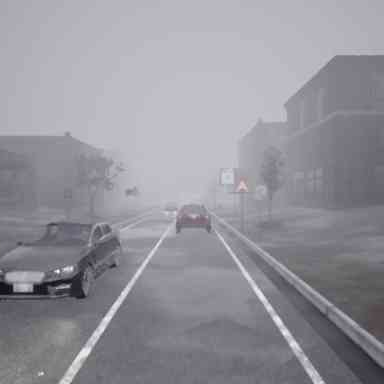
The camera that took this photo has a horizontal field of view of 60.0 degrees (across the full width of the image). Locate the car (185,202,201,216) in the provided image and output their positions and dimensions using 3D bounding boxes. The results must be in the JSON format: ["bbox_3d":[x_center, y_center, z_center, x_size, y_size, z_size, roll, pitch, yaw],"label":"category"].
[{"bbox_3d":[0.093,2.017,40.355,1.837,1.490,4.892,0,-1,0],"label":"car"}]

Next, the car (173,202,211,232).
[{"bbox_3d":[0.097,1.554,21.753,2.097,1.767,4.553,0,-1,0],"label":"car"}]

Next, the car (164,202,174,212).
[{"bbox_3d":[-3.082,2.212,50.034,2.033,1.411,5.357,0,-1,0],"label":"car"}]

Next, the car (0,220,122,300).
[{"bbox_3d":[-3.101,1.513,8.565,2.128,1.511,4.902,0,0,0],"label":"car"}]
